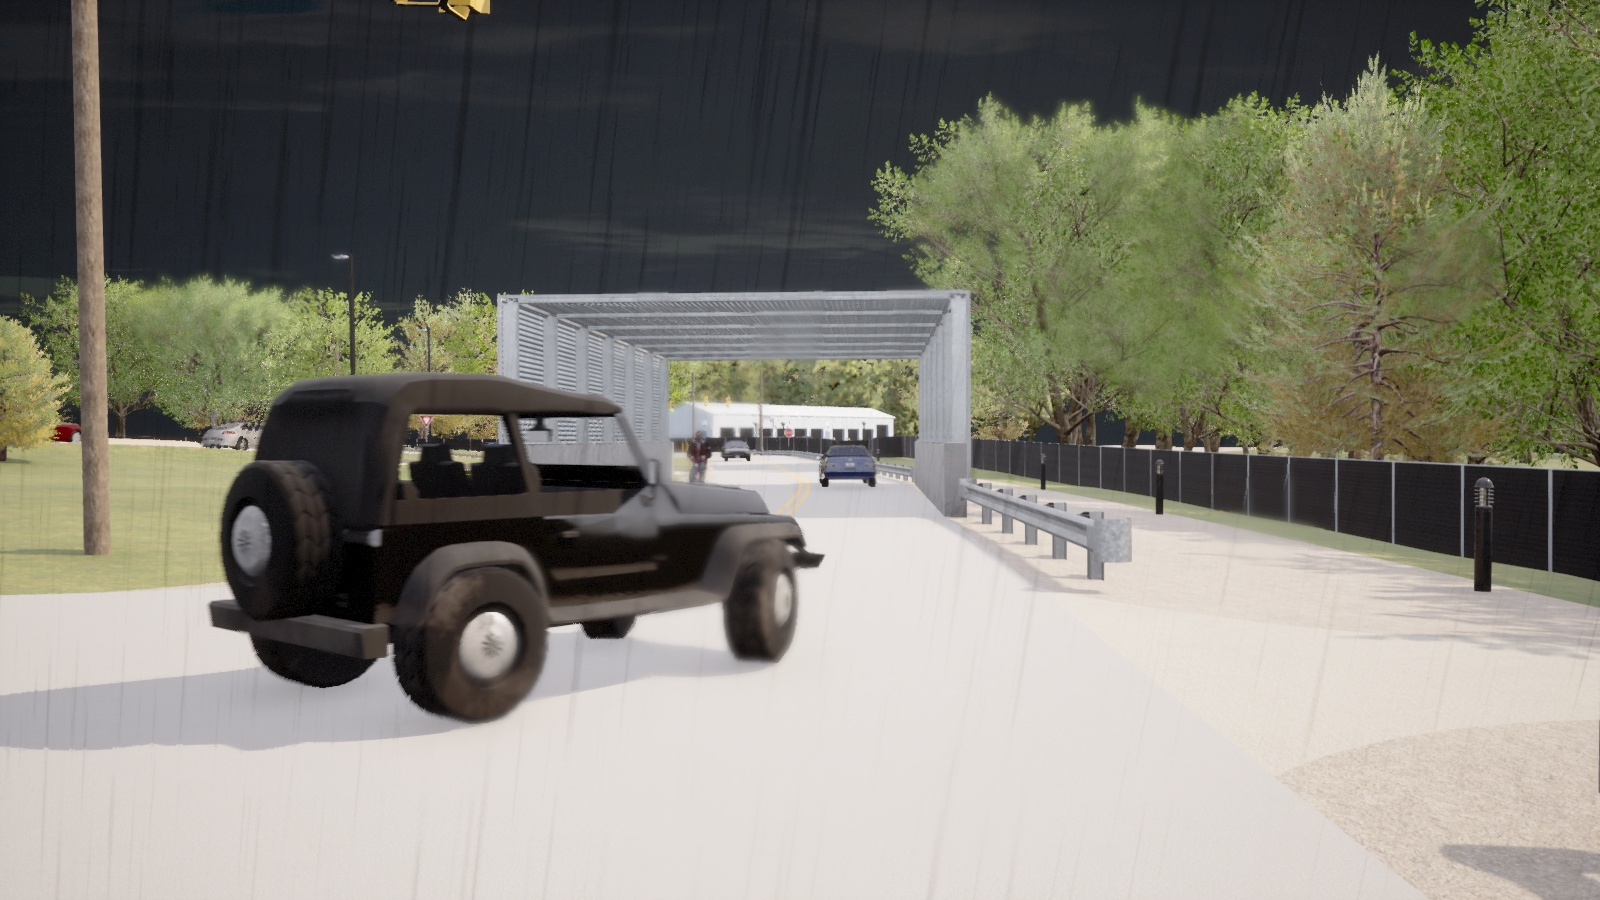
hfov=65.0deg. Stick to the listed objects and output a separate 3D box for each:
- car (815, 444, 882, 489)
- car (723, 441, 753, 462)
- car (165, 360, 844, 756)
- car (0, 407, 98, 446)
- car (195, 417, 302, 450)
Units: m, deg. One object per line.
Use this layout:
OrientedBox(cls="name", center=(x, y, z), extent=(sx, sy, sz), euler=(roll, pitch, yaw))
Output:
OrientedBox(cls="car", center=(1.571, 0.495, 42.559), extent=(2.033, 1.411, 5.357), euler=(0, 0, -1))
OrientedBox(cls="car", center=(-4.382, 0.084, 87.798), extent=(2.033, 1.411, 5.357), euler=(0, 0, -4))
OrientedBox(cls="car", center=(-1.653, 0.494, 8.043), extent=(1.905, 1.878, 3.866), euler=(1, 1, 39))
OrientedBox(cls="car", center=(-35.572, -1.117, 58.220), extent=(1.882, 1.535, 5.008), euler=(3, -1, 27))
OrientedBox(cls="car", center=(-28.711, -0.825, 65.541), extent=(2.152, 1.651, 5.027), euler=(0, 0, 22))
